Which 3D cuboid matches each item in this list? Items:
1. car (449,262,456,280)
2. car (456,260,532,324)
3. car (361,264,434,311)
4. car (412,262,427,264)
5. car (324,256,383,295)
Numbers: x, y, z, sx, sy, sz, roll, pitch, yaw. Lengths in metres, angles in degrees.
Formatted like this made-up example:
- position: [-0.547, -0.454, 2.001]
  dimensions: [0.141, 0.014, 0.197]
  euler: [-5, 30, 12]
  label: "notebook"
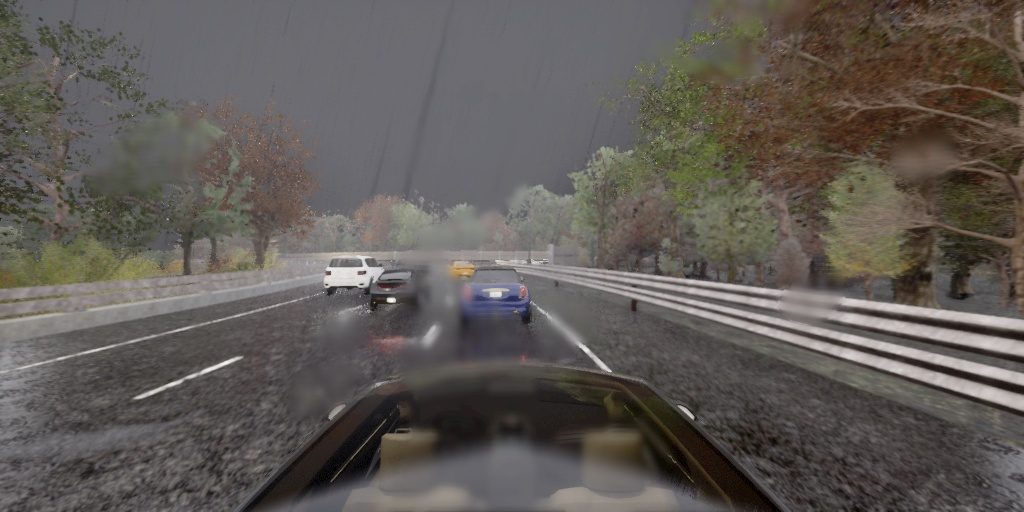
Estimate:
- position: [-4.443, 1.248, 31.810]
  dimensions: [1.882, 1.535, 5.008]
  euler: [0, 0, -15]
  label: "car"
- position: [-0.627, 1.106, 12.231]
  dimensions: [2.097, 1.767, 4.553]
  euler: [0, 0, -5]
  label: "car"
- position: [-4.427, 1.273, 14.780]
  dimensions: [1.837, 1.490, 4.892]
  euler: [0, 0, -7]
  label: "car"
- position: [-9.148, 1.293, 35.528]
  dimensions: [1.837, 1.490, 4.892]
  euler: [0, 0, -17]
  label: "car"
- position: [-8.717, 1.005, 20.263]
  dimensions: [2.150, 2.045, 5.566]
  euler: [0, 0, -10]
  label: "car"
